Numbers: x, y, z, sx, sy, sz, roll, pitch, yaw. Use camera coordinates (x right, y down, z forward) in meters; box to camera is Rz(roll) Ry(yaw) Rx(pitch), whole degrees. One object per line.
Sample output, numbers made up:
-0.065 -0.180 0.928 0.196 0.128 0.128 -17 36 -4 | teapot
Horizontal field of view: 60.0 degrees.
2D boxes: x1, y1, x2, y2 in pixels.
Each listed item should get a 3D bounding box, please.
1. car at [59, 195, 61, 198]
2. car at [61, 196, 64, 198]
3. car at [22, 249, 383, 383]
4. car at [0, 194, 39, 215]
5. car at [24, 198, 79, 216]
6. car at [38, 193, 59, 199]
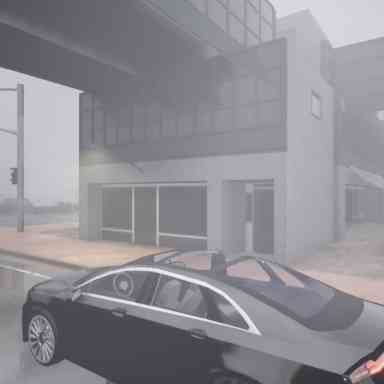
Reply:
-28.861 1.364 71.730 3.905 1.438 1.784 0 0 35 | car
-12.565 1.478 39.660 1.882 1.535 5.008 0 0 37 | car
-0.217 1.492 4.148 4.902 1.511 2.128 0 0 35 | car
-17.903 1.352 32.429 2.097 1.767 4.553 0 0 36 | car
-13.405 1.601 32.655 1.895 1.301 4.718 0 0 36 | car
-30.588 1.153 69.404 4.605 1.855 1.932 0 0 35 | car
